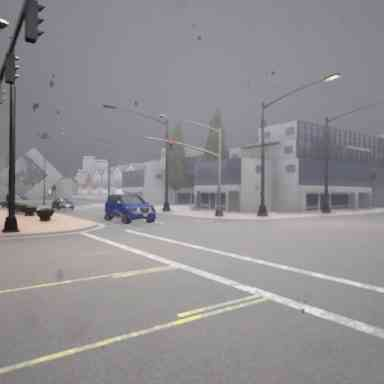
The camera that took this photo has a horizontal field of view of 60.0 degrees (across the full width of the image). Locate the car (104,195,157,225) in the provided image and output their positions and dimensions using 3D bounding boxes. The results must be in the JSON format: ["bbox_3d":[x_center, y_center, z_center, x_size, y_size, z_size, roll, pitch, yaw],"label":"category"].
[{"bbox_3d":[-4.761,1.226,24.922,2.150,2.045,5.566,1,0,-35],"label":"car"}]

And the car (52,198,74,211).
[{"bbox_3d":[-15.921,1.493,40.928,2.128,1.511,4.902,1,0,-35],"label":"car"}]
